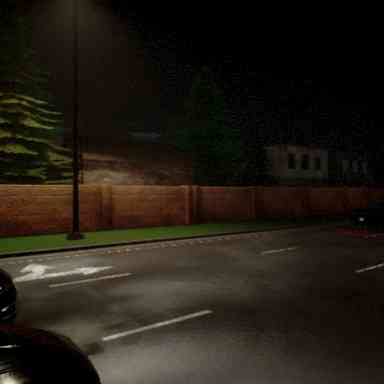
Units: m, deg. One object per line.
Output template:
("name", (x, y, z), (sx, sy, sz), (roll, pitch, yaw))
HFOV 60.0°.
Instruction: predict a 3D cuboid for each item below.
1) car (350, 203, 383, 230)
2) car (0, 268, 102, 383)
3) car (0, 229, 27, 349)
("car", (11.899, 1.440, 20.826), (5.008, 1.535, 1.882), (0, 0, -35))
("car", (-2.900, 1.507, 1.678), (4.892, 1.490, 1.837), (0, 0, -35))
("car", (-5.087, 1.494, 4.416), (4.902, 1.511, 2.128), (0, 0, -35))
